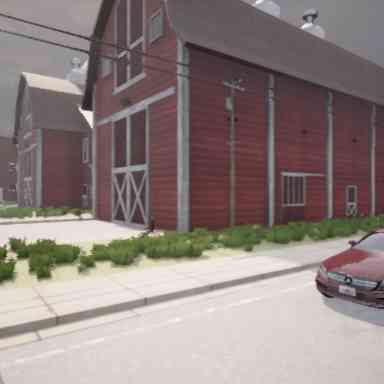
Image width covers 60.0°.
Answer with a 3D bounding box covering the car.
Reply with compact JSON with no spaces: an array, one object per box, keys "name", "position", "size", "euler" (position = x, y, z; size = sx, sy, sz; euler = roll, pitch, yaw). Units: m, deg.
[{"name":"car","position":[4.702,1.522,7.360],"size":[4.674,1.442,1.812],"euler":[0,0,-36]}]
